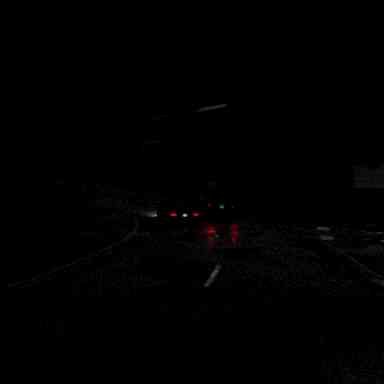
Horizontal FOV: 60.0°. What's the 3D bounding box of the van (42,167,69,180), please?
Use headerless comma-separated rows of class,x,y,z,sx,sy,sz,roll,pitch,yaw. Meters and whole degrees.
van,-29.904,-4.249,72.748,4.442,1.987,1.878,-2,7,-35

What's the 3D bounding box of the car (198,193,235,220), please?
car,1.272,0.806,23.086,2.097,1.767,4.553,0,4,-17

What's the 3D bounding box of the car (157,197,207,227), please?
car,-0.928,1.134,19.838,2.033,1.411,5.357,0,3,-13
